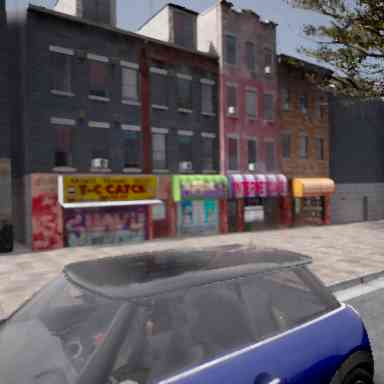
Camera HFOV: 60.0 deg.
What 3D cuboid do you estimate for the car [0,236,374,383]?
[{"bbox_3d":[-0.529,1.351,2.693,4.553,1.767,2.097,0,0,-35],"label":"car"}]
